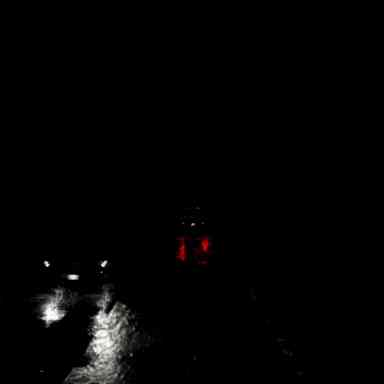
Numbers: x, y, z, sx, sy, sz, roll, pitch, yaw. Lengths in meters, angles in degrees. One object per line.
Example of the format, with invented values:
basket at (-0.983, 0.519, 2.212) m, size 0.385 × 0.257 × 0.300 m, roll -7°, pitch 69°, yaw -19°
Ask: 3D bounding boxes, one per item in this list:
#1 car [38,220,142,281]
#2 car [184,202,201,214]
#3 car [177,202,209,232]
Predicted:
car at (-2.767, 1.619, 10.409) m, size 2.033 × 1.411 × 5.357 m, roll 0°, pitch 0°, yaw 0°
car at (0.030, 1.880, 39.971) m, size 1.895 × 1.301 × 4.718 m, roll 0°, pitch 0°, yaw 0°
car at (0.062, 1.634, 21.199) m, size 2.128 × 1.511 × 4.902 m, roll 0°, pitch 0°, yaw 0°
